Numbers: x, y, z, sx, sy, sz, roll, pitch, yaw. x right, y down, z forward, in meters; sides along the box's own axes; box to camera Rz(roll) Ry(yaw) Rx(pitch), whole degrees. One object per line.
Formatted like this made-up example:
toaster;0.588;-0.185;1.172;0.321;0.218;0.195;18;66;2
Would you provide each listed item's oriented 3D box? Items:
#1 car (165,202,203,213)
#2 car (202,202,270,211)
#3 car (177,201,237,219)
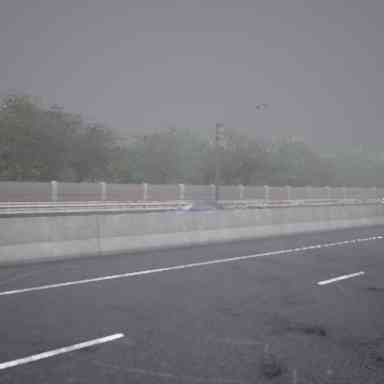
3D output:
car;0.042;1.581;25.386;4.674;1.442;1.812;0;0;-35
car;3.512;1.557;23.530;4.902;1.511;2.128;0;0;-35
car;1.472;1.620;30.626;5.357;1.411;2.033;0;0;-34
